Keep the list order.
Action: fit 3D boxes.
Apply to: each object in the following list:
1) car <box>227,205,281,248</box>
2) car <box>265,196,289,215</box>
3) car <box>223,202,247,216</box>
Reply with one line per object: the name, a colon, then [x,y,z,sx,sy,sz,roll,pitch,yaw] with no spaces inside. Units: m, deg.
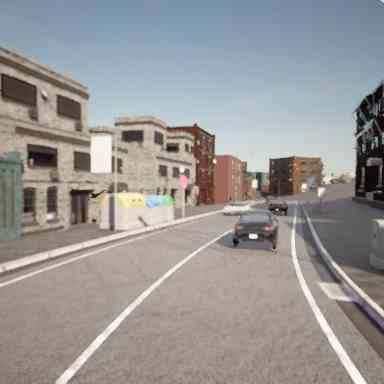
car: [2.975,1.554,15.108,1.812,1.442,4.674,1,0,15]
car: [9.043,1.559,34.759,1.882,1.535,5.008,1,0,18]
car: [4.332,1.618,32.143,1.895,1.301,4.718,1,0,18]
